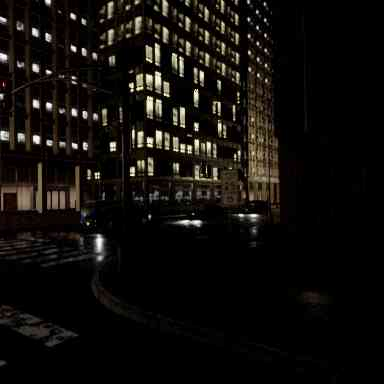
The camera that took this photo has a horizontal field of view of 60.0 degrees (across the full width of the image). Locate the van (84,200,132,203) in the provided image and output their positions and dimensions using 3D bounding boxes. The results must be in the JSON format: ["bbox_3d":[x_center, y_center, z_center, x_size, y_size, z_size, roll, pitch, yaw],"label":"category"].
[{"bbox_3d":[-5.941,1.460,23.460,1.690,1.788,3.998,-2,-1,36],"label":"van"}]

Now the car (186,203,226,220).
[{"bbox_3d":[1.261,1.649,29.031,1.994,1.385,4.181,-1,-1,36],"label":"car"}]

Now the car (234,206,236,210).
[{"bbox_3d":[6.914,1.688,41.355,1.752,1.417,4.829,-2,-1,36],"label":"car"}]

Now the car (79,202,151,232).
[{"bbox_3d":[-4.597,1.571,20.925,1.837,1.490,4.892,-1,-1,33],"label":"car"}]

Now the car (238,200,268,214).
[{"bbox_3d":[7.155,1.631,37.221,1.812,1.442,4.674,-1,-1,36],"label":"car"}]
